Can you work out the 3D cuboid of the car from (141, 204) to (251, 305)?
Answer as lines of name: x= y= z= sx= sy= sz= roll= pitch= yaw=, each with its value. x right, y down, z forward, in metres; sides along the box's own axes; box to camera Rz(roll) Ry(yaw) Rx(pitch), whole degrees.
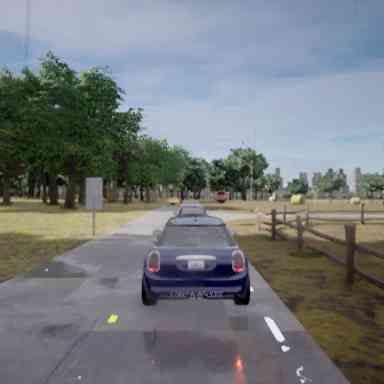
car: x=0.065 y=1.353 z=8.235 sx=2.097 sy=1.767 sz=4.553 roll=0 pitch=0 yaw=0

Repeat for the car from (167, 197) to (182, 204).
car: x=-3.012 y=1.618 z=54.508 sx=1.882 sy=1.535 sz=5.008 roll=0 pitch=-1 yaw=0

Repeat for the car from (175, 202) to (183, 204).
car: x=0.036 y=1.516 z=18.071 sx=1.837 sy=1.490 sz=4.892 roll=0 pitch=0 yaw=0
